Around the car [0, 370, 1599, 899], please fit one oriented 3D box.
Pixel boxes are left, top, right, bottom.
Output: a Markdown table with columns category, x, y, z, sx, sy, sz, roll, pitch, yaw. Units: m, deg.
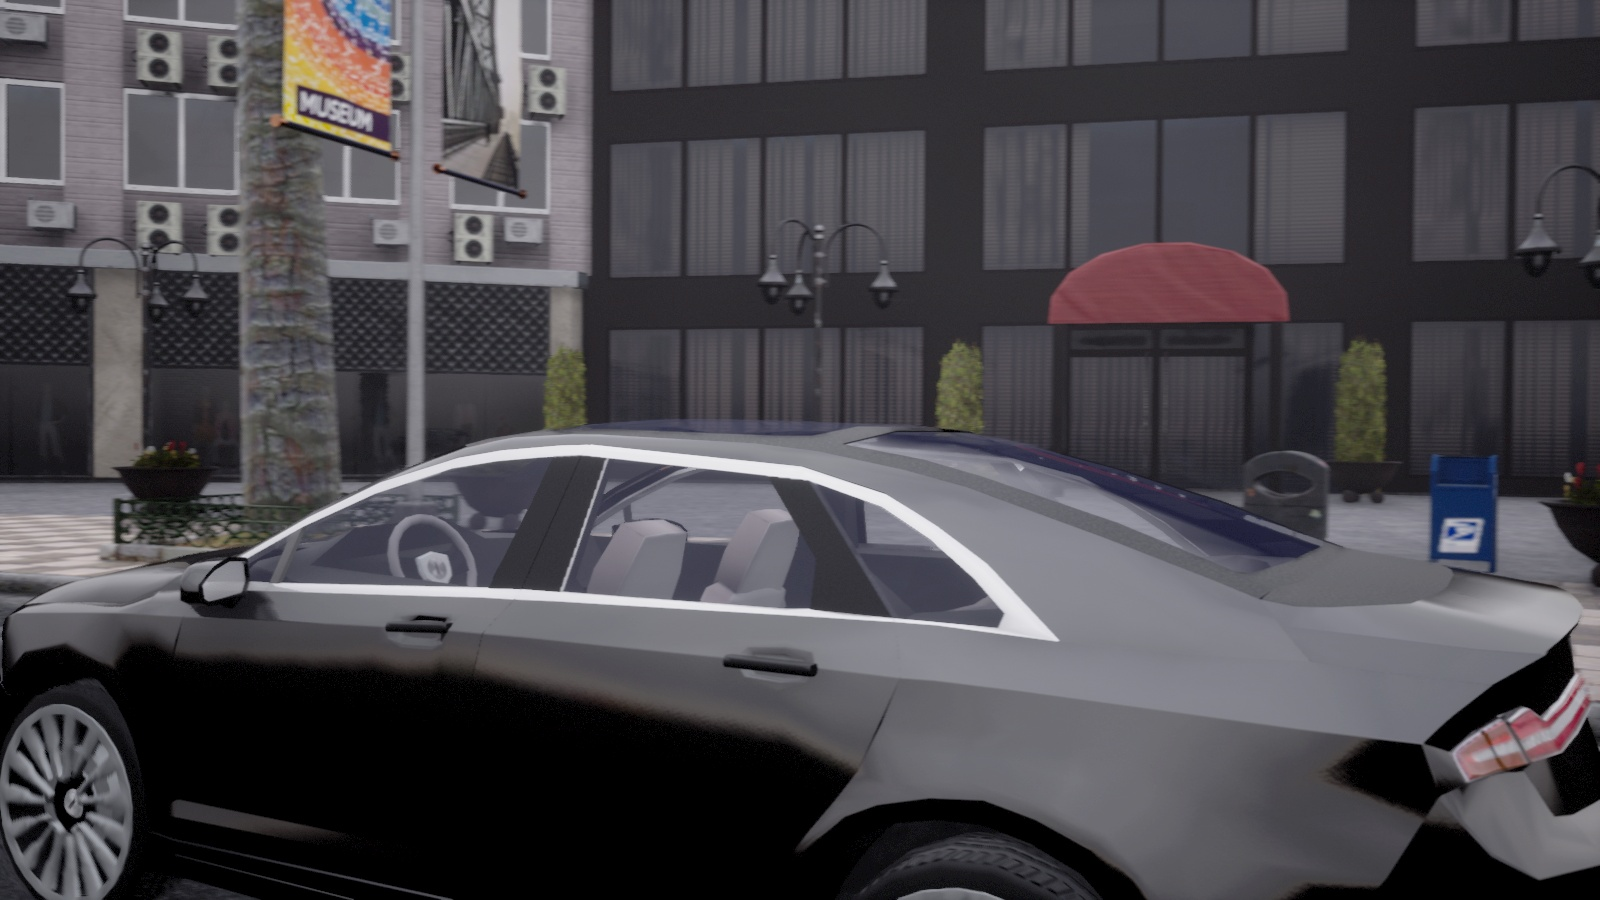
| category | x | y | z | sx | sy | sz | roll | pitch | yaw |
| --- | --- | --- | --- | --- | --- | --- | --- | --- | --- |
| car | -0.419 | 0.636 | 3.723 | 4.902 | 1.511 | 2.128 | 0 | 1 | 30 |
